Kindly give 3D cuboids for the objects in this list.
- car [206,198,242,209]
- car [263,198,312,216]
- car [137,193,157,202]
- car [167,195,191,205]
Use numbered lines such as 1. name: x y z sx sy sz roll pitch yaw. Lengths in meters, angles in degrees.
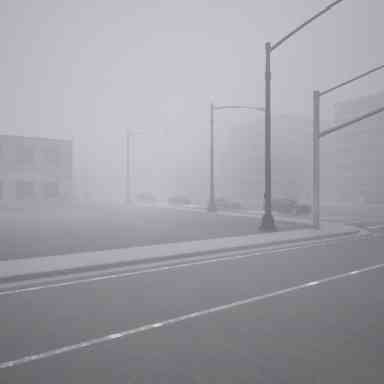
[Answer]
1. car: 3.769 1.332 39.667 1.895 1.301 4.718 0 1 -34
2. car: 9.066 1.345 31.972 1.882 1.535 5.008 0 1 -35
3. car: -7.640 0.866 56.399 2.128 1.511 4.902 0 1 -34
4. car: -1.885 1.119 47.934 1.994 1.385 4.181 0 1 -34
